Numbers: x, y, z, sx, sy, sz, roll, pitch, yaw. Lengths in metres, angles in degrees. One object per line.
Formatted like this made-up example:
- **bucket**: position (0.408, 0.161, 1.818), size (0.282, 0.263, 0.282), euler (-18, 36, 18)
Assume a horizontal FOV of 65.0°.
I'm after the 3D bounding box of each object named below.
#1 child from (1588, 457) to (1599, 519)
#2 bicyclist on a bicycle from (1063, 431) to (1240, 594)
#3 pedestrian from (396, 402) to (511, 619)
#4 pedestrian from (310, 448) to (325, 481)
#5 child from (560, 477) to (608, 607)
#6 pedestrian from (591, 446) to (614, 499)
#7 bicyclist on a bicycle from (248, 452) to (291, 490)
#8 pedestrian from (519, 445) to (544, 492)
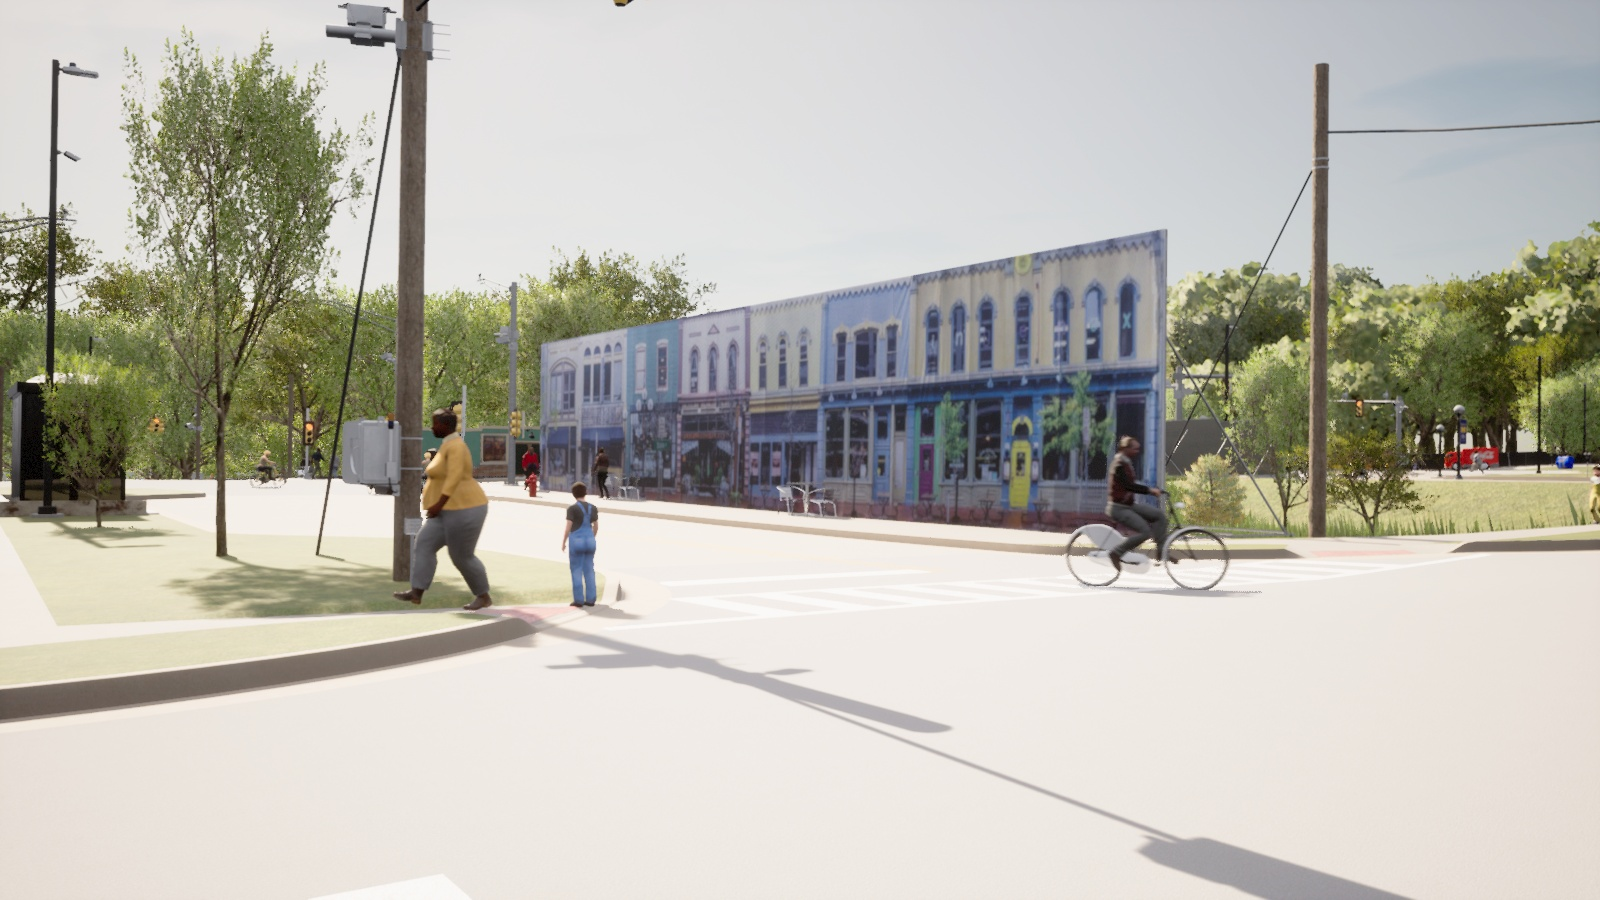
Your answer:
- **child**: position (16.356, 0.779, 25.669), size (0.437, 1.263, 0.270), euler (1, -1, -33)
- **bicyclist on a bicycle**: position (4.030, 0.713, 14.425), size (1.843, 1.776, 0.659), euler (-1, -2, 26)
- **pedestrian**: position (-3.127, 0.524, 11.286), size (0.900, 1.855, 0.874), euler (1, -1, -21)
- **pedestrian**: position (-27.338, 0.829, 71.206), size (0.370, 1.835, 0.726), euler (0, -1, 23)
- **child**: position (-2.152, 0.900, 12.505), size (0.270, 1.263, 0.437), euler (1, -1, -41)
- **pedestrian**: position (-6.817, 0.779, 43.269), size (0.328, 1.805, 0.869), euler (1, -1, -44)
- **bicyclist on a bicycle**: position (-22.879, 0.919, 54.179), size (1.509, 1.612, 0.866), euler (1, 0, -39)
- **pedestrian**: position (-10.576, 0.728, 49.420), size (0.634, 1.844, 0.899), euler (1, -1, -34)
